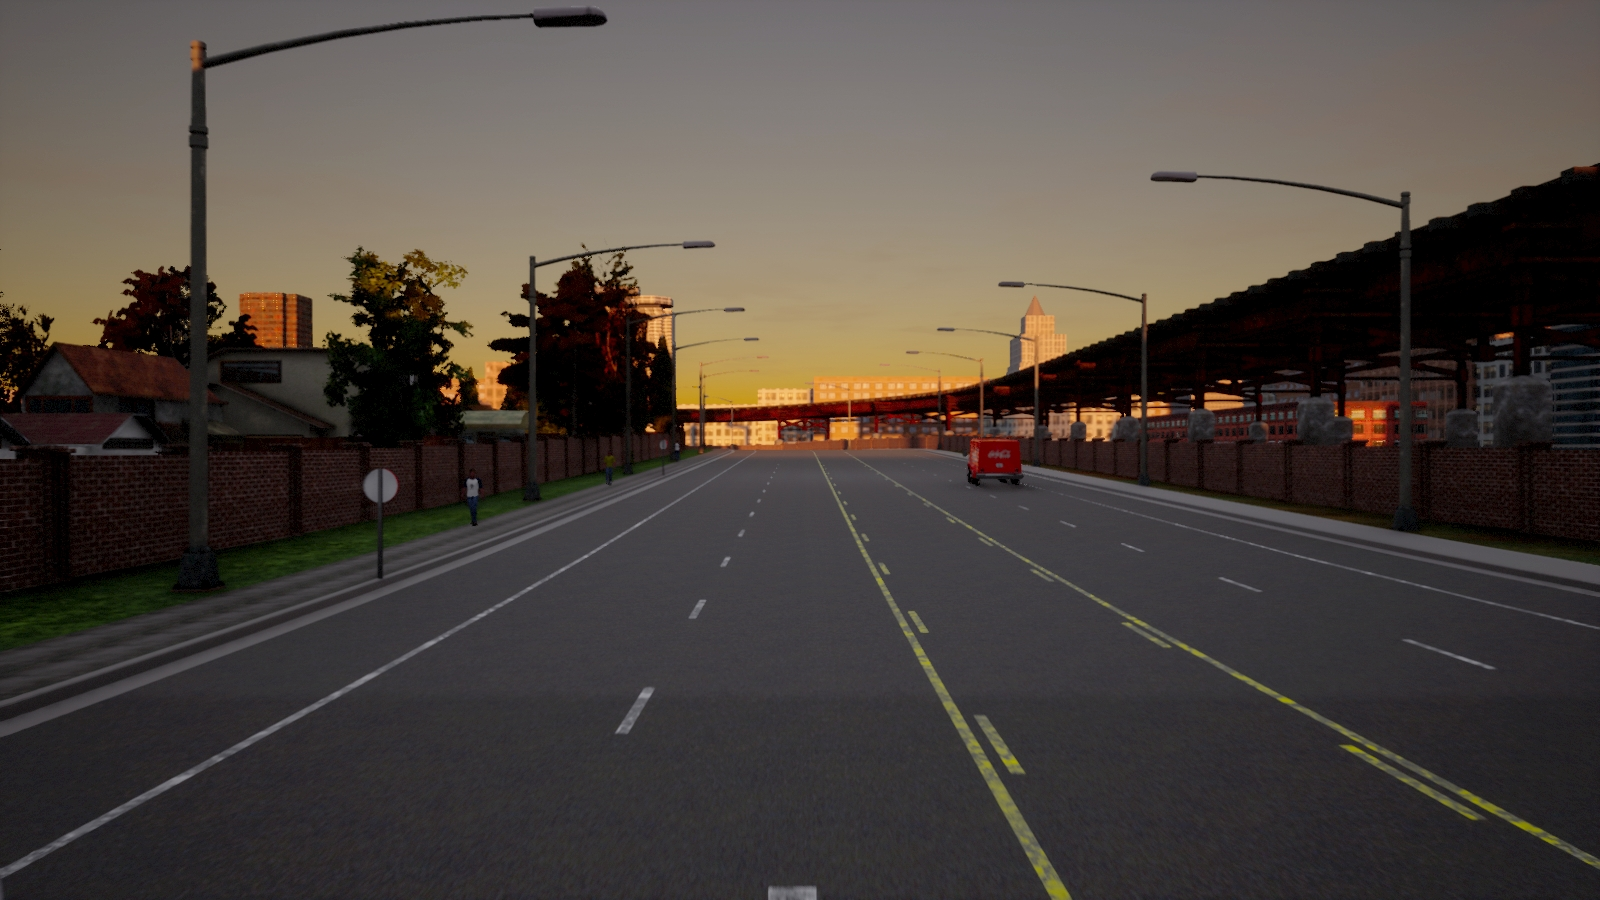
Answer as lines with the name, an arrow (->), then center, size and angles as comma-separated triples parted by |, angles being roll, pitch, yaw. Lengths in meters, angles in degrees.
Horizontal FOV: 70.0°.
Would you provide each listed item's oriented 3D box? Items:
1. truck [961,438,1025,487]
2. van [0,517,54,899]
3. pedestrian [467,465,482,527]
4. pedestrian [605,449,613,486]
truck -> 10.504, 0.635, 62.661 | 2.627, 2.467, 5.204 | 0, 1, 0
van -> -3.495, 1.532, 0.868 | 1.988, 2.561, 5.915 | 0, 1, 0
pedestrian -> -9.831, 1.385, 34.511 | 0.375, 1.860, 0.375 | 0, 0, -2
pedestrian -> -9.621, 0.873, 57.543 | 0.375, 1.860, 0.375 | 0, 0, -1
